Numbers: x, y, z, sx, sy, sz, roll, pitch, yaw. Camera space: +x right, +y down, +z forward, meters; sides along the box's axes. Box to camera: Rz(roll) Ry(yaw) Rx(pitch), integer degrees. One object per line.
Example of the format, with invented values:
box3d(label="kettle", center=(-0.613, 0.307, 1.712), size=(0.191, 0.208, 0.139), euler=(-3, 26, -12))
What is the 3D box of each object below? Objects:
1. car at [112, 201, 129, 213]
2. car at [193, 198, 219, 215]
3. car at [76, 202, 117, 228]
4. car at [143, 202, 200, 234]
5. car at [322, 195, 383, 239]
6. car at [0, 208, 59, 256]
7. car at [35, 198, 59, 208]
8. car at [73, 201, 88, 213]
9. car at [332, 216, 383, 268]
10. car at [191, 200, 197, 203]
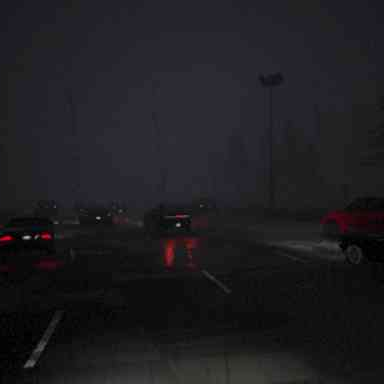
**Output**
box3d(label="car", center=(-8.242, 1.656, 36.570), size=(1.895, 1.301, 4.718), euler=(0, 0, -22))
box3d(label="car", center=(0.830, 1.333, 32.645), size=(2.097, 1.767, 4.553), euler=(0, 0, -21))
box3d(label="car", center=(-6.628, 1.611, 22.843), size=(1.994, 1.385, 4.181), euler=(0, 0, -21))
box3d(label="car", center=(-1.552, 1.496, 19.422), size=(2.128, 1.511, 4.902), euler=(0, 0, -20))
box3d(label="car", center=(8.073, 1.149, 14.163), size=(2.150, 2.045, 5.566), euler=(0, 0, -19))
box3d(label="car", center=(-6.550, 1.596, 13.509), size=(2.033, 1.411, 5.357), euler=(0, 0, -23))
box3d(label="car", center=(-14.300, 1.458, 32.835), size=(2.097, 1.767, 4.553), euler=(0, 0, -22))
box3d(label="car", center=(-12.538, 1.691, 37.914), size=(1.895, 1.301, 4.718), euler=(0, 0, -22))
box3d(label="car", center=(6.051, 1.548, 8.680), size=(1.895, 1.301, 4.718), euler=(0, 0, -12))
box3d(label="car", center=(-1.514, 1.603, 29.074), size=(1.895, 1.301, 4.718), euler=(0, 0, -22))
